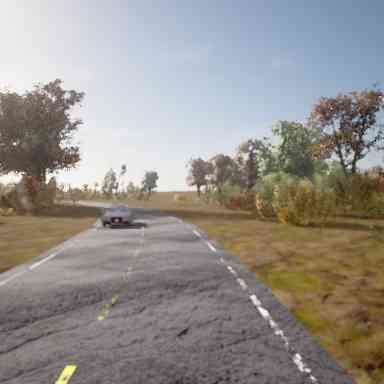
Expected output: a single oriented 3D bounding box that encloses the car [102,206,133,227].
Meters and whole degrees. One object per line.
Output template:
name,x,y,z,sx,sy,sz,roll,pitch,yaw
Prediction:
car,-5.212,1.662,23.568,1.994,1.385,4.181,0,0,-10
